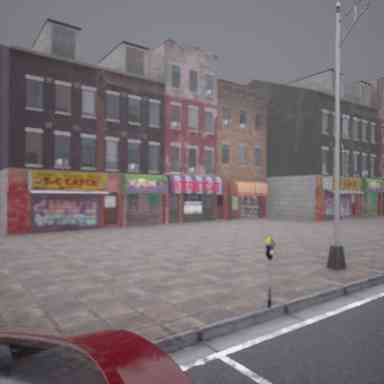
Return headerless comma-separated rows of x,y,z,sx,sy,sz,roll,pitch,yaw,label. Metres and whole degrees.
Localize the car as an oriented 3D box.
-2.013,1.544,1.363,4.507,1.381,1.887,0,1,-36,car
